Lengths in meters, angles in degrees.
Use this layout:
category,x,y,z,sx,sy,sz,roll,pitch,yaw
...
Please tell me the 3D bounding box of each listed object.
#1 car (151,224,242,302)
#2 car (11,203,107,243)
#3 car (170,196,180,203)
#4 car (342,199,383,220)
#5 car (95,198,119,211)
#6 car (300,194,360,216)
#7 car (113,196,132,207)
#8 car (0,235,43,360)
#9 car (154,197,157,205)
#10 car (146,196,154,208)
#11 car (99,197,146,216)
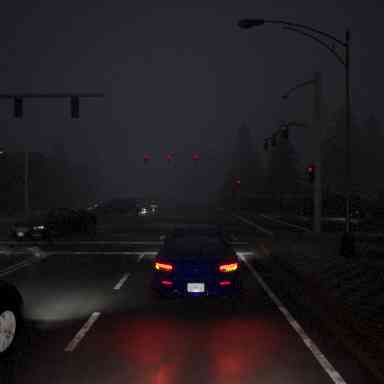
category,x,y,z,sx,sy,sz,roll,pitch,yaw
car,0.131,1.526,8.186,1.812,1.442,4.674,0,0,2
car,-6.490,1.491,16.220,2.128,1.511,4.902,0,0,16
car,-3.477,1.477,69.696,1.882,1.535,5.008,0,0,0
car,15.886,1.547,27.706,5.357,1.411,2.033,0,0,0
car,-10.623,1.526,42.037,1.812,1.442,4.674,0,0,0
car,13.064,1.221,31.205,5.566,2.045,2.150,0,0,0
car,-10.630,1.477,51.240,1.882,1.535,5.008,0,0,0
car,-3.441,1.505,3.053,1.837,1.490,4.892,0,0,0
car,-7.105,1.505,57.332,1.837,1.490,4.892,0,0,1
car,-7.108,1.491,47.257,2.128,1.511,4.902,0,0,0
car,-7.075,1.350,31.544,4.553,1.767,2.097,0,0,1
